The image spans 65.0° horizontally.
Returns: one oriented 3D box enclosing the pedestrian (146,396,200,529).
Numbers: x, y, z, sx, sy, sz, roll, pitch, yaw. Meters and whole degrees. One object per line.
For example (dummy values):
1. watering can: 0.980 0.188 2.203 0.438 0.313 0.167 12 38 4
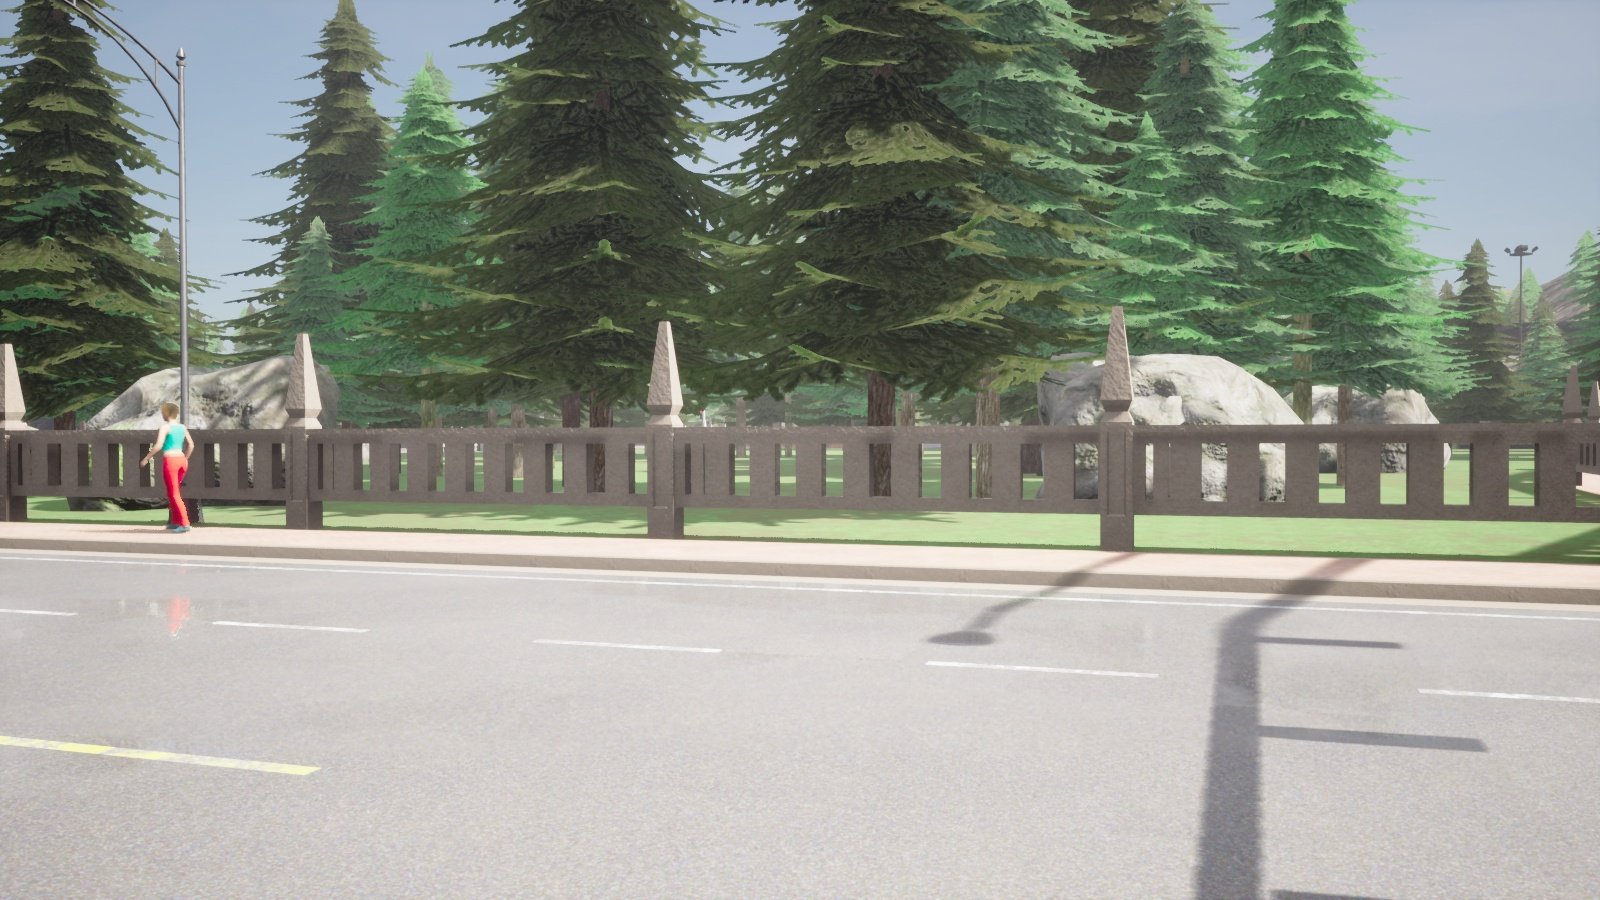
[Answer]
1. pedestrian: -8.828 0.169 17.682 0.594 1.836 0.345 0 1 17
